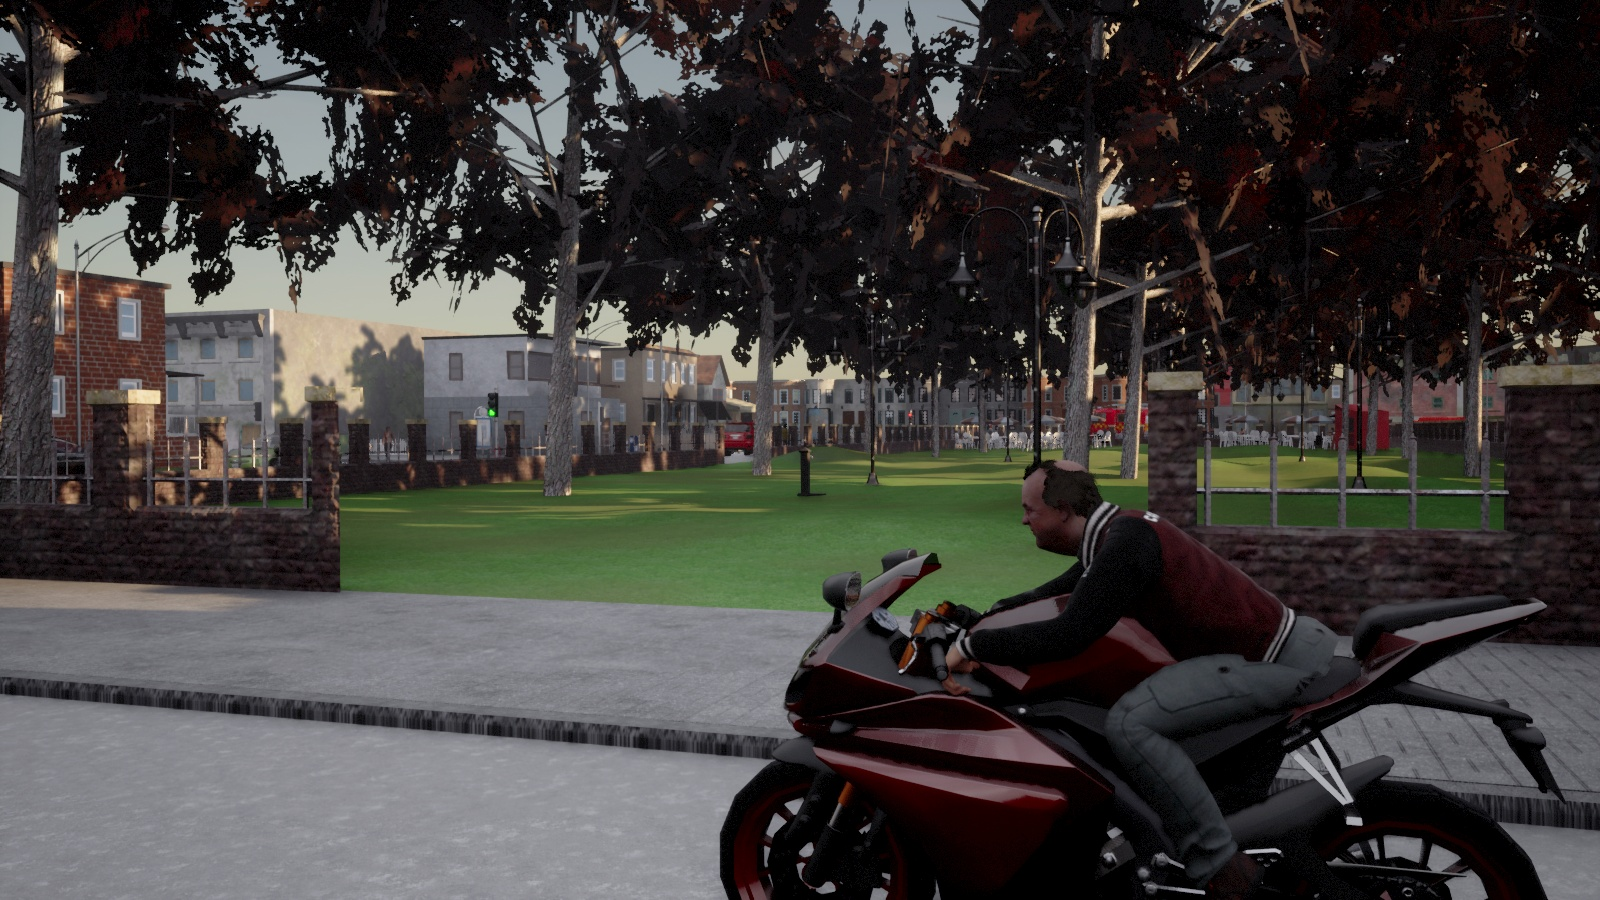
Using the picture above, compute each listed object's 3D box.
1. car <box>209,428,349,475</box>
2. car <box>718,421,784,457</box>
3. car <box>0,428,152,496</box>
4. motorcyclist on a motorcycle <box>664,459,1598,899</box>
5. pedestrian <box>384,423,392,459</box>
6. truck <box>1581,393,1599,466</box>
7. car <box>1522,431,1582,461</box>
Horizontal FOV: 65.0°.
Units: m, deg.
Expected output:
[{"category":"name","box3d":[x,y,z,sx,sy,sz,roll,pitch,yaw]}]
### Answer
[{"category":"car","box3d":[-17.976,0.009,43.560,2.007,1.525,4.514,1,1,19]},{"category":"car","box3d":[-2.884,-0.681,75.939,2.150,2.045,5.566,1,1,18]},{"category":"car","box3d":[-18.281,0.234,30.030,2.128,1.511,4.902,0,1,17]},{"category":"motorcyclist on a motorcycle","box3d":[0.809,0.809,3.471,2.191,1.530,0.866,1,1,18]},{"category":"pedestrian","box3d":[-20.751,-0.474,63.235,0.328,1.805,0.869,0,1,-13]},{"category":"truck","box3d":[38.908,-0.940,58.127,2.891,3.462,7.936,1,1,18]},{"category":"car","box3d":[44.169,-0.261,73.869,2.033,1.649,4.856,1,1,18]}]
